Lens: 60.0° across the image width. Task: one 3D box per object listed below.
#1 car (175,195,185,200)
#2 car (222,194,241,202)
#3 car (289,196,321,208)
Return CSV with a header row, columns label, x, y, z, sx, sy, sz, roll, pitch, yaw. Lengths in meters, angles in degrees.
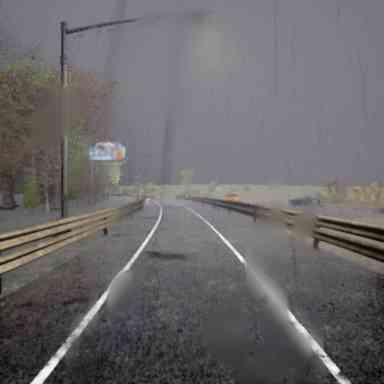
label,x,y,z,sx,sy,sz,roll,pitch,yaw
car,-3.374,1.451,92.492,1.882,1.535,5.008,0,0,-21
car,7.581,1.233,64.456,2.097,1.767,4.553,0,0,-21
car,15.203,1.303,44.965,2.128,1.511,4.902,0,0,-21
